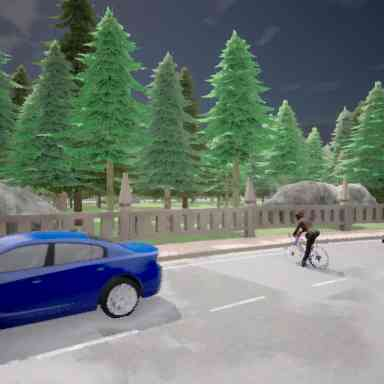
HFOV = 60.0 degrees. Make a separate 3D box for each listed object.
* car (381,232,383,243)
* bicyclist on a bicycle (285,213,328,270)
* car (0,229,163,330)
[{"bbox_3d":[10.190,1.547,13.179,5.357,1.411,2.033,0,0,-19],"label":"car"},{"bbox_3d":[3.372,1.455,9.955,0.582,1.620,1.656,0,-2,-30],"label":"bicyclist on a bicycle"},{"bbox_3d":[-2.948,1.478,5.908,5.008,1.535,1.882,0,0,-33],"label":"car"}]
